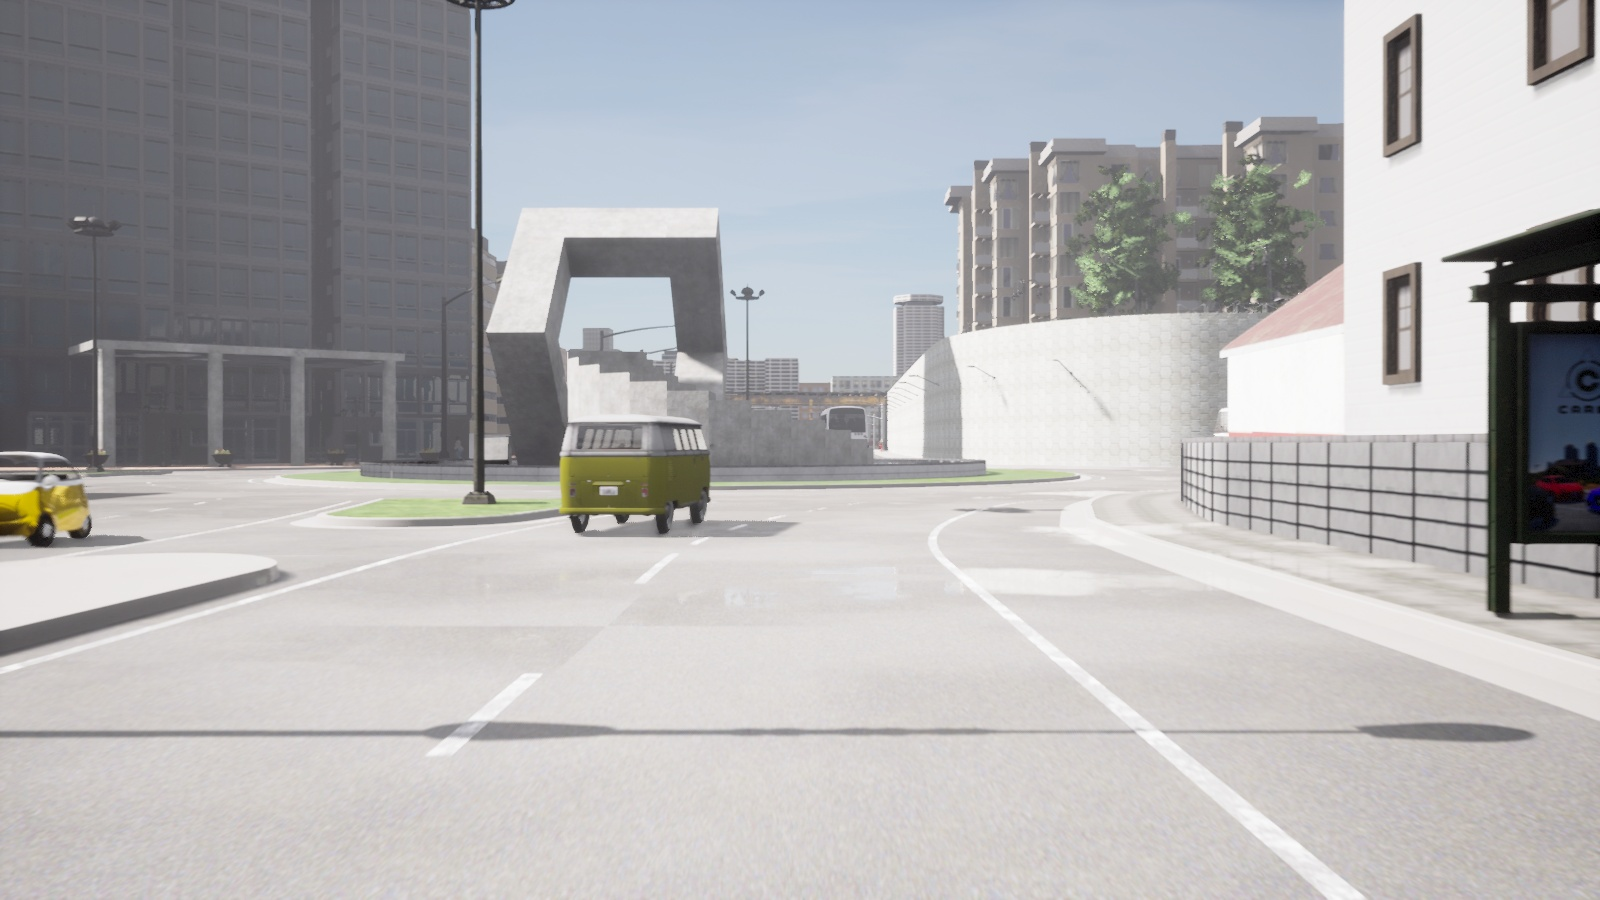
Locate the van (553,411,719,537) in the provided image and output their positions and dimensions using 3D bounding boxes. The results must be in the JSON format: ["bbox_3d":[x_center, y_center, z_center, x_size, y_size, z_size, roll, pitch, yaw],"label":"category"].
[{"bbox_3d":[-2.758,0.373,22.139,1.775,1.987,4.442,0,0,8],"label":"van"}]

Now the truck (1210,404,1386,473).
[{"bbox_3d":[25.530,-0.578,64.676,7.936,3.462,2.891,0,0,3],"label":"truck"}]

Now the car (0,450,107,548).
[{"bbox_3d":[-11.598,0.688,18.640,1.481,1.376,2.207,0,0,-3],"label":"car"}]

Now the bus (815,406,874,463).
[{"bbox_3d":[3.368,-1.181,98.951,3.944,4.253,10.273,0,0,-2],"label":"bus"}]
